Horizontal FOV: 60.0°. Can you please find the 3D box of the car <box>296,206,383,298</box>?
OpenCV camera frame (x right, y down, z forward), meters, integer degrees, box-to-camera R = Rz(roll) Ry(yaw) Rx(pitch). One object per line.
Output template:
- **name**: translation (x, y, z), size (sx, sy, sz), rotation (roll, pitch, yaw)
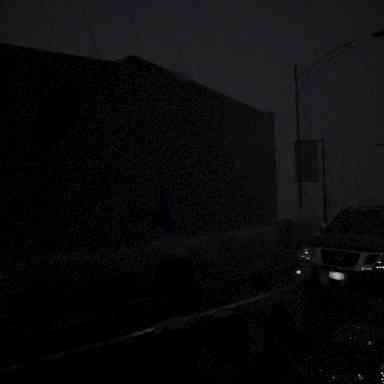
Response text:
- **car**: translation (4.847, 1.391, 8.669), size (2.150, 2.045, 5.566), rotation (-1, -2, 45)
